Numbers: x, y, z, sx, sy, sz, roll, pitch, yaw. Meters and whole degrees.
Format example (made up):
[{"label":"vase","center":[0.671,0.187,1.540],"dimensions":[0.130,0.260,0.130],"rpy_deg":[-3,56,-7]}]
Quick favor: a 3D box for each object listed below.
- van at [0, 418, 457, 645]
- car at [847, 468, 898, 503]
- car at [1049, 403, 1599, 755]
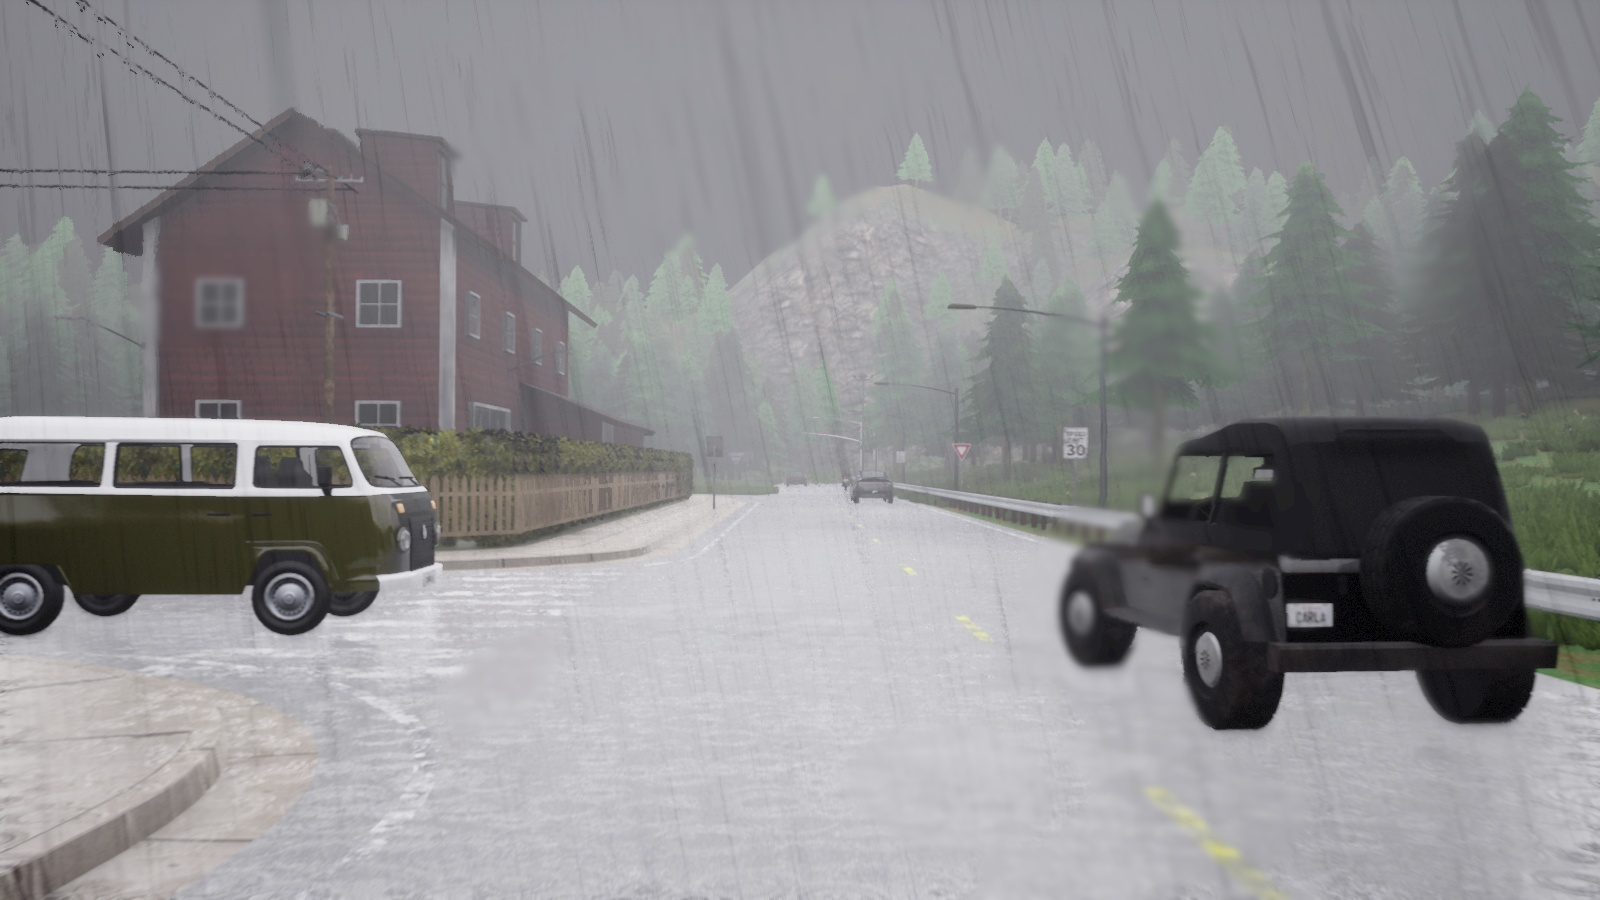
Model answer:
[{"label":"van","center":[-5.898,0.747,12.410],"dimensions":[4.480,2.038,2.069],"rpy_deg":[0,-1,-2]},{"label":"car","center":[3.359,1.645,59.180],"dimensions":[2.128,1.511,4.902],"rpy_deg":[0,0,0]},{"label":"car","center":[3.270,0.726,8.738],"dimensions":[1.905,1.878,3.866],"rpy_deg":[0,-1,-7]}]
